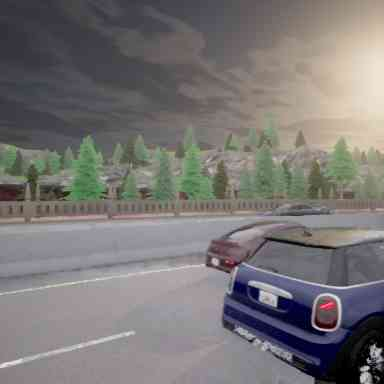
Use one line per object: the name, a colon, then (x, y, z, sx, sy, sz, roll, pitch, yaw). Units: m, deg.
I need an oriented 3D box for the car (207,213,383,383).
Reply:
car: (2.738, 1.354, 5.307, 4.553, 1.767, 2.097, 0, 0, -33)

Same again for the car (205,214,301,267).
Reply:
car: (2.547, 1.533, 9.278, 4.674, 1.442, 1.812, 0, 0, -31)

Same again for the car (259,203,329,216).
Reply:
car: (6.975, 1.545, 23.589, 4.892, 1.490, 1.837, 0, 0, -24)
